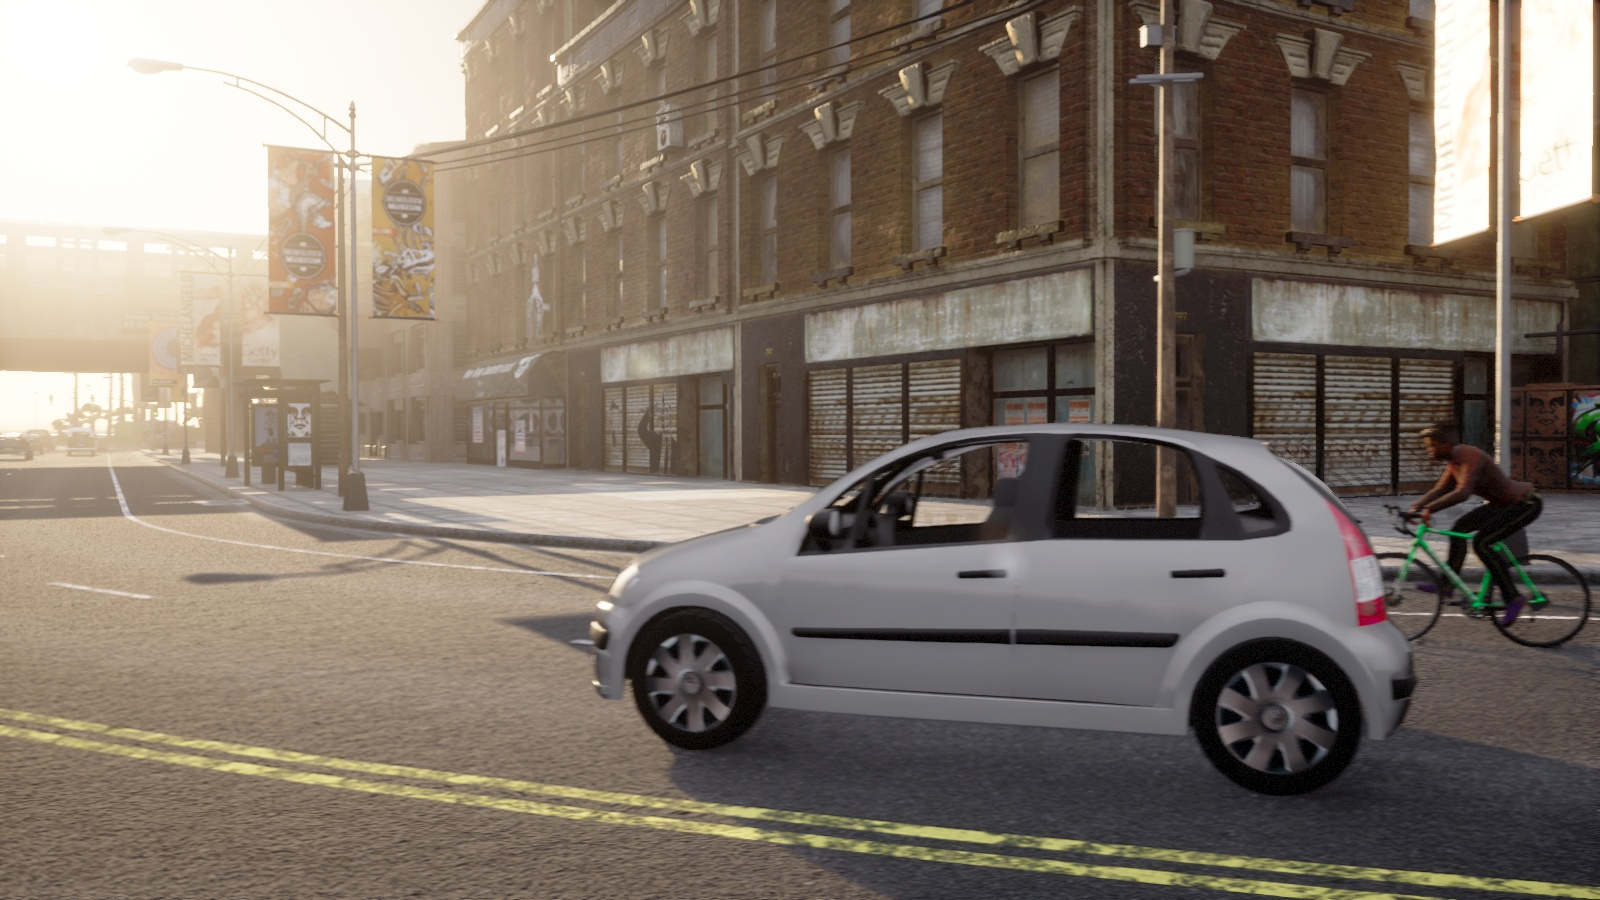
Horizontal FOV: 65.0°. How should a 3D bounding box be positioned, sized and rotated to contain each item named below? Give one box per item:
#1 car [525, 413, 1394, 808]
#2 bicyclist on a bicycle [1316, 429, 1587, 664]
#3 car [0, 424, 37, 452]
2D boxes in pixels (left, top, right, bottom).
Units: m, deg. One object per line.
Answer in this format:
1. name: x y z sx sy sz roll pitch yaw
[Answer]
1. car: 0.793 0.630 6.613 3.988 1.617 1.851 1 1 17
2. bicyclist on a bicycle: 4.684 0.662 9.131 1.656 1.620 0.582 0 0 14
3. car: -48.298 -0.749 77.232 2.152 1.651 5.027 0 1 -29
